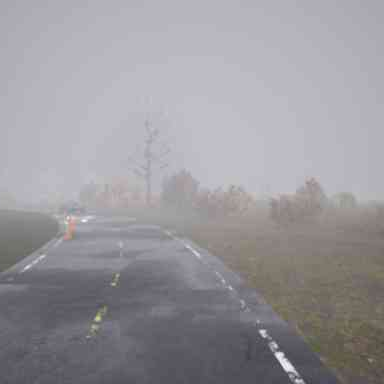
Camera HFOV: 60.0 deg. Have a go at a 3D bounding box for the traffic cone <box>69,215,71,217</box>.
[{"bbox_3d":[-9.430,2.064,25.721,0.340,0.580,0.340,0,0,-24],"label":"traffic cone"}]

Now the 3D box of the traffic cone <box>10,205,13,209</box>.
[{"bbox_3d":[-26.508,2.138,48.760,0.340,0.580,0.340,0,-1,41],"label":"traffic cone"}]

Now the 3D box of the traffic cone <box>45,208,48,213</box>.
[{"bbox_3d":[-16.694,2.106,38.186,0.340,0.580,0.340,0,0,-37],"label":"traffic cone"}]

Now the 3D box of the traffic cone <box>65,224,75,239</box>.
[{"bbox_3d":[-6.183,2.031,16.657,0.340,0.580,0.340,0,0,-16],"label":"traffic cone"}]

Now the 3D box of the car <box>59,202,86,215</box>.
[{"bbox_3d":[-13.164,1.753,36.589,1.895,1.301,4.718,0,0,-34],"label":"car"}]

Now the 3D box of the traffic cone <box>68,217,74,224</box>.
[{"bbox_3d":[-7.639,2.048,21.249,0.340,0.580,0.340,0,0,-20],"label":"traffic cone"}]
